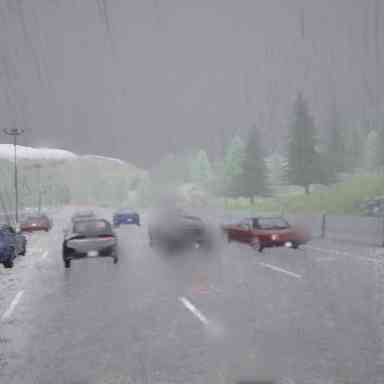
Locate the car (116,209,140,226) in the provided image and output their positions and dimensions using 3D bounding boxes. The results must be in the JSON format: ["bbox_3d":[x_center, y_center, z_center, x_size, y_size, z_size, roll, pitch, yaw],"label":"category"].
[{"bbox_3d":[-5.836,2.203,29.381,1.882,1.535,5.008,-1,-1,-18],"label":"car"}]

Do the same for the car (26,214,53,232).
[{"bbox_3d":[-12.163,2.428,26.241,1.994,1.385,4.181,-1,-1,-18],"label":"car"}]

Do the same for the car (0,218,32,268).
[{"bbox_3d":[-7.449,1.945,12.407,1.812,1.442,4.674,-1,-1,-18],"label":"car"}]

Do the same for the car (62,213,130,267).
[{"bbox_3d":[-3.899,1.807,12.815,2.128,1.511,4.902,-1,-1,-18],"label":"car"}]

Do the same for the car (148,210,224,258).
[{"bbox_3d":[-0.605,1.739,14.001,1.837,1.490,4.892,-1,-1,-18],"label":"car"}]

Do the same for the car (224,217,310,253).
[{"bbox_3d":[2.908,1.733,14.531,1.895,1.301,4.718,-1,-1,-18],"label":"car"}]

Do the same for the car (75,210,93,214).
[{"bbox_3d":[-8.747,2.260,27.043,2.128,1.511,4.902,-1,-1,-18],"label":"car"}]
